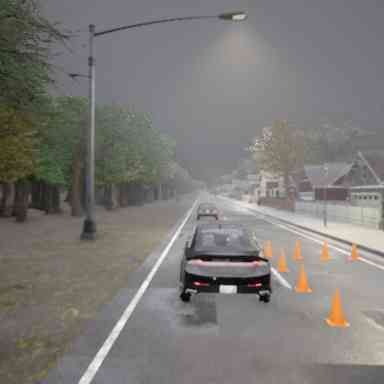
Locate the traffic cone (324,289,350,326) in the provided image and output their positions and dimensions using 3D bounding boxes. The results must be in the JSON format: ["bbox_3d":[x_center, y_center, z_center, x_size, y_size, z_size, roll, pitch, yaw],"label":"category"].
[{"bbox_3d":[2.555,2.007,5.863,0.340,0.580,0.340,1,0,2],"label":"traffic cone"}]

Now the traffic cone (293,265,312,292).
[{"bbox_3d":[2.615,2.017,7.862,0.340,0.580,0.340,1,0,2],"label":"traffic cone"}]

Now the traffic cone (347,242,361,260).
[{"bbox_3d":[5.733,2.067,11.770,0.340,0.580,0.340,1,0,2],"label":"traffic cone"}]

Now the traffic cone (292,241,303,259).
[{"bbox_3d":[3.734,2.046,11.830,0.340,0.580,0.340,1,0,2],"label":"traffic cone"}]

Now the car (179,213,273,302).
[{"bbox_3d":[0.723,1.534,8.365,2.128,1.511,4.902,1,0,2],"label":"car"}]

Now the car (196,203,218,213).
[{"bbox_3d":[1.382,1.689,30.294,2.033,1.411,5.357,1,0,2],"label":"car"}]

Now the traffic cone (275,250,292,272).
[{"bbox_3d":[2.675,2.026,9.862,0.340,0.580,0.340,1,0,2],"label":"traffic cone"}]
